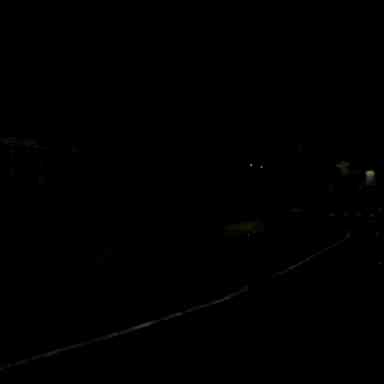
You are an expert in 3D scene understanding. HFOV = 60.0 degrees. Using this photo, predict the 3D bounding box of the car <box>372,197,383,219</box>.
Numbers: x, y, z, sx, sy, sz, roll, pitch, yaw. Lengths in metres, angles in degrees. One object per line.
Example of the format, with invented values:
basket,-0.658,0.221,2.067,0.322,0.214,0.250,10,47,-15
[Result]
car,14.810,1.118,24.915,1.837,1.490,4.892,-1,0,31
